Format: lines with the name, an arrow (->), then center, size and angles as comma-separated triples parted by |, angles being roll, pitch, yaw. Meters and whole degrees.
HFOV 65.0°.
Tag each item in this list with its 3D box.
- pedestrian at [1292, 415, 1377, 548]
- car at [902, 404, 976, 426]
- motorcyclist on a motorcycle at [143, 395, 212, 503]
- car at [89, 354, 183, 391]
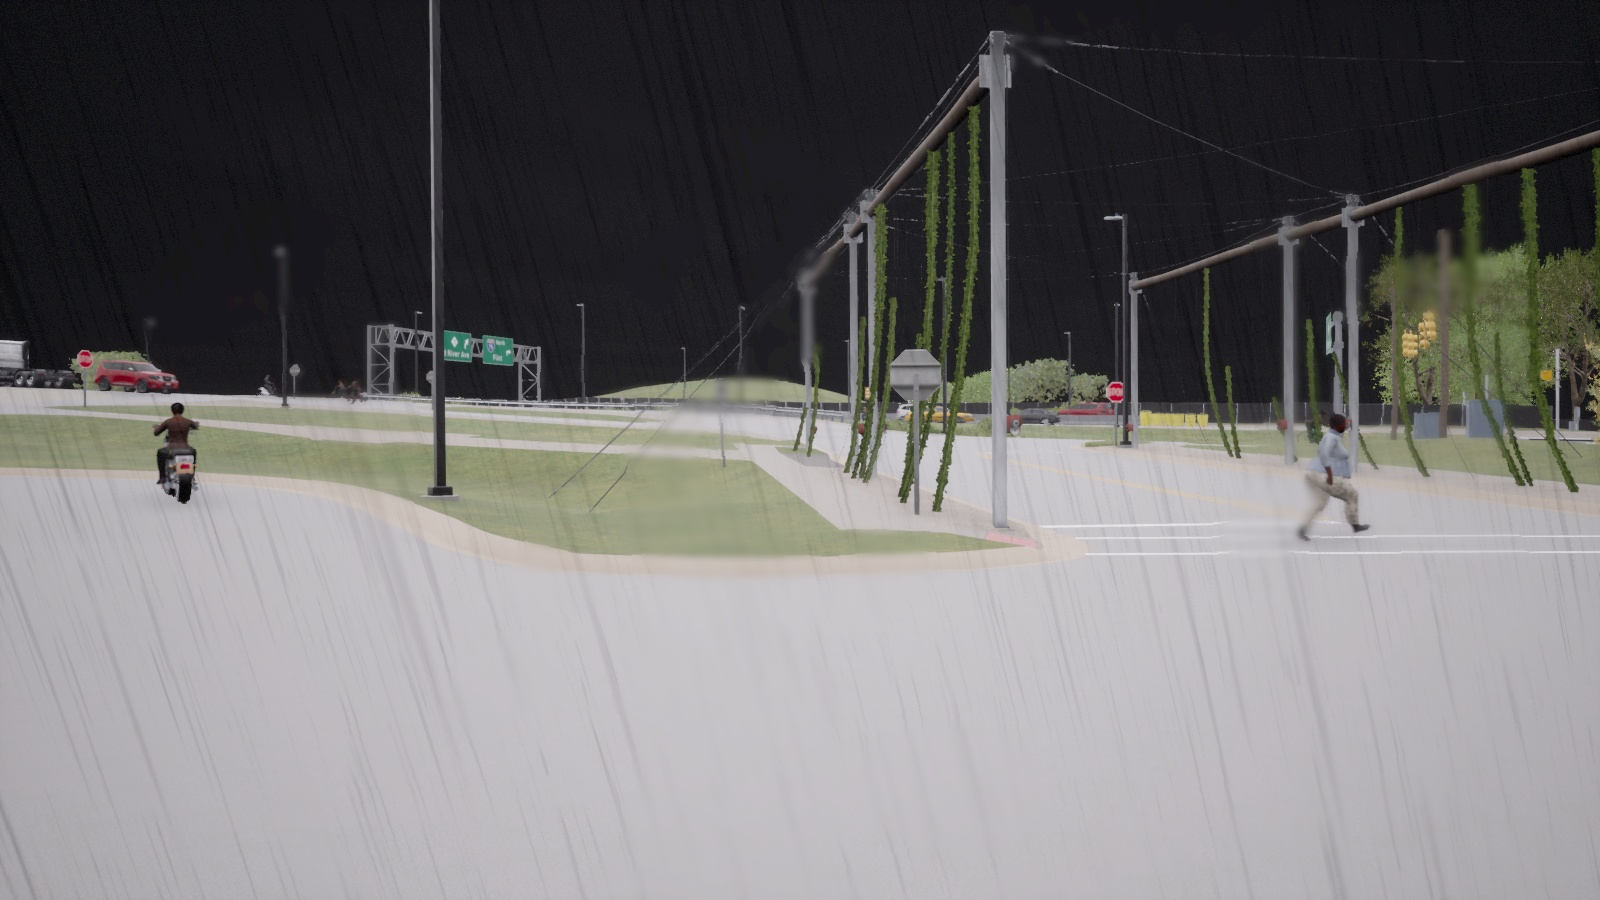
pedestrian -> 7.645, 0.429, 17.999 | 0.900, 1.855, 0.874 | 0, 1, 6
car -> 10.751, -2.679, 97.192 | 5.366, 1.575, 1.801 | 2, 1, 20
motorcyclist on a motorcycle -> -10.309, -0.062, 20.760 | 0.766, 1.649, 2.350 | -1, 3, -32
car -> -42.560, -4.995, 80.506 | 5.566, 2.045, 2.150 | 4, 2, 21
